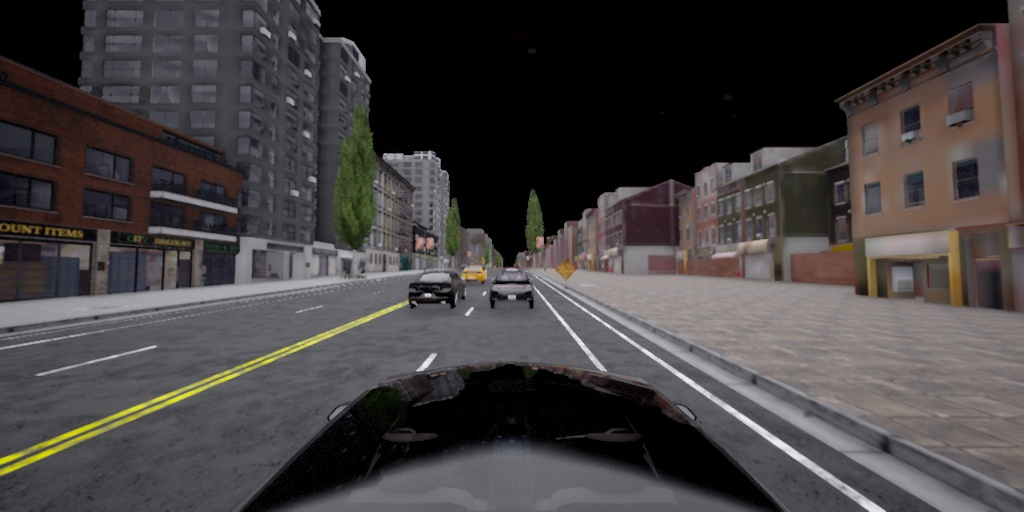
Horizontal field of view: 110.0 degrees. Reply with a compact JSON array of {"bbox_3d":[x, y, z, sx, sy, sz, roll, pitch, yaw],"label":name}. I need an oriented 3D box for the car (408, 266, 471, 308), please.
[{"bbox_3d":[-3.241,1.385,16.347,1.882,1.535,5.008,0,0,0],"label":"car"}]

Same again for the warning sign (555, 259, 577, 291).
[{"bbox_3d":[3.228,1.079,21.124,1.300,1.860,1.060,0,0,0],"label":"warning sign"}]

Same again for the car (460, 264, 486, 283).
[{"bbox_3d":[-3.238,1.575,31.372,1.882,1.535,5.008,0,-1,0],"label":"car"}]

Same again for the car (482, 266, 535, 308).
[{"bbox_3d":[0.007,1.397,16.178,2.128,1.511,4.902,0,-1,0],"label":"car"}]
